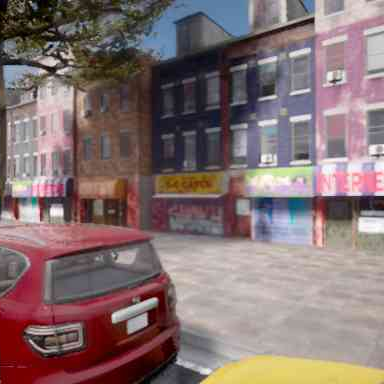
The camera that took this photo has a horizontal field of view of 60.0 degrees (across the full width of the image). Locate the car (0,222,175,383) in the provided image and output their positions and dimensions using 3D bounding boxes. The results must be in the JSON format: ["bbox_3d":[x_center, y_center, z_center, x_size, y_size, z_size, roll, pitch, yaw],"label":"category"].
[{"bbox_3d":[-2.465,1.358,4.568,5.009,1.841,2.192,-1,0,36],"label":"car"}]

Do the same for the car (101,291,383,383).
[{"bbox_3d":[1.913,1.518,1.445,4.829,1.417,1.752,-1,0,36],"label":"car"}]
